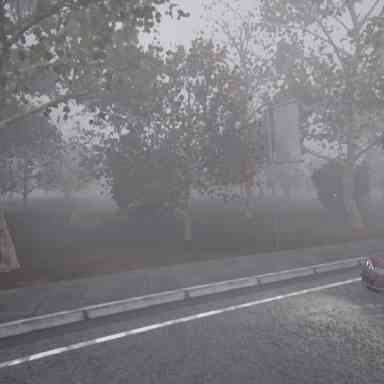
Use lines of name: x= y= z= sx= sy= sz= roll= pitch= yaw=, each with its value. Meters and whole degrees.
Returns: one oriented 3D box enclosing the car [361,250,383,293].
car: x=5.804 y=1.477 z=7.413 sx=4.674 sy=1.442 sz=1.812 roll=0 pitch=0 yaw=-31
